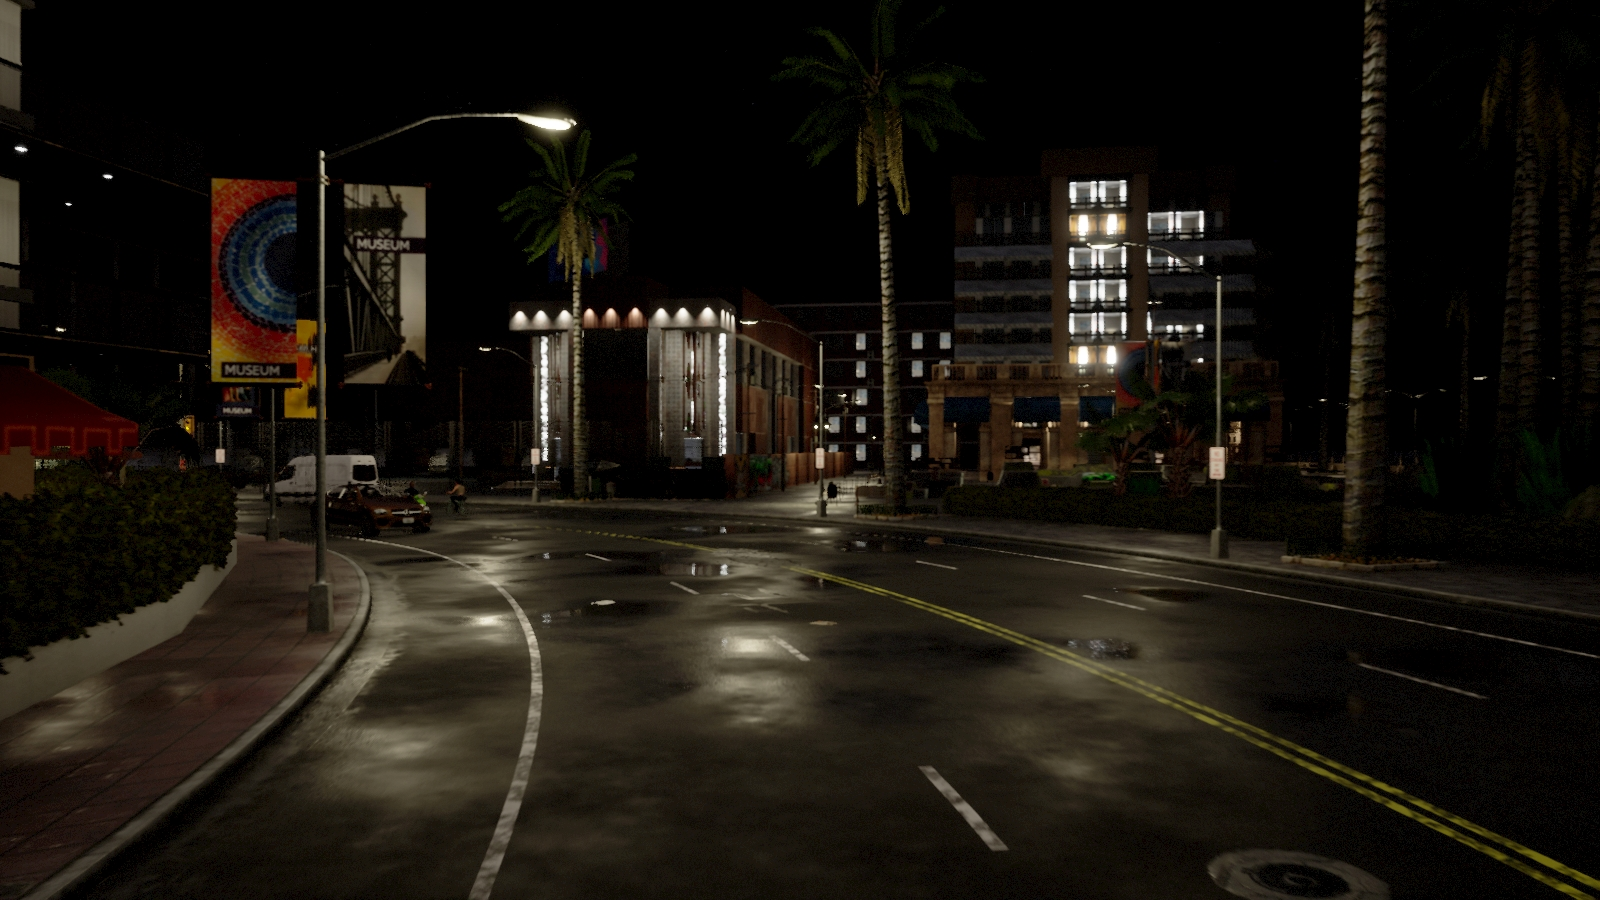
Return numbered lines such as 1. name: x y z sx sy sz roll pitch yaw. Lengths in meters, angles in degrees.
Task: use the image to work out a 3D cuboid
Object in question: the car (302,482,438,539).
1. car: -14.658 1.995 38.816 5.027 1.651 2.152 0 0 40
